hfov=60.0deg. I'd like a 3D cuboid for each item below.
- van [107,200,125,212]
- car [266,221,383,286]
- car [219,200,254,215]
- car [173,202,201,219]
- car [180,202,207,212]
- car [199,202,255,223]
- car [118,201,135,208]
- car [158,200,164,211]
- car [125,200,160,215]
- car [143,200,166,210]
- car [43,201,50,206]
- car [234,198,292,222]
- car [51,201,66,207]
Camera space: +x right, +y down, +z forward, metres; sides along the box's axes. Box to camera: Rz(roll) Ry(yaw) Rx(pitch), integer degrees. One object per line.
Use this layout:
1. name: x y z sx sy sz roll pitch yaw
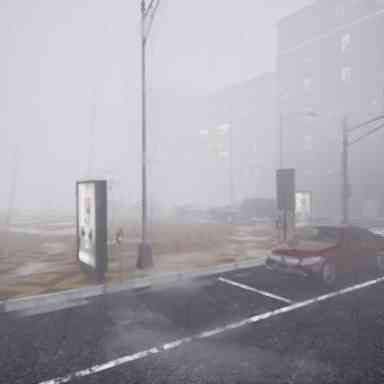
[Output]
1. van: -11.282 2.041 49.085 1.690 1.788 3.998 -2 0 -36
2. car: 3.928 1.584 9.368 4.206 1.307 1.802 0 0 -35
3. car: 5.401 1.833 40.603 1.967 1.590 4.097 -2 0 -36
4. car: -0.282 1.974 33.725 2.008 1.369 4.403 -2 0 -36
5. car: 0.143 2.105 47.785 1.802 1.307 4.206 -2 0 -36
6. car: 2.984 1.893 29.214 2.008 1.369 4.403 -2 0 -36
7. car: -12.984 2.433 65.782 1.802 1.307 4.206 -2 0 -36
8. car: -6.211 1.959 46.604 2.097 1.767 4.553 -1 -1 -36
9. car: -6.361 2.121 42.200 1.887 1.381 4.507 -2 0 -36
10. car: -6.452 2.127 56.763 1.967 1.590 4.097 -2 0 -36
11. car: -36.102 2.868 83.423 1.887 1.381 4.507 -2 0 -36
12. car: 6.589 1.509 28.883 2.150 2.045 5.566 -1 -1 -36
13. car: -29.570 2.709 74.401 2.008 1.369 4.403 -2 0 -36
